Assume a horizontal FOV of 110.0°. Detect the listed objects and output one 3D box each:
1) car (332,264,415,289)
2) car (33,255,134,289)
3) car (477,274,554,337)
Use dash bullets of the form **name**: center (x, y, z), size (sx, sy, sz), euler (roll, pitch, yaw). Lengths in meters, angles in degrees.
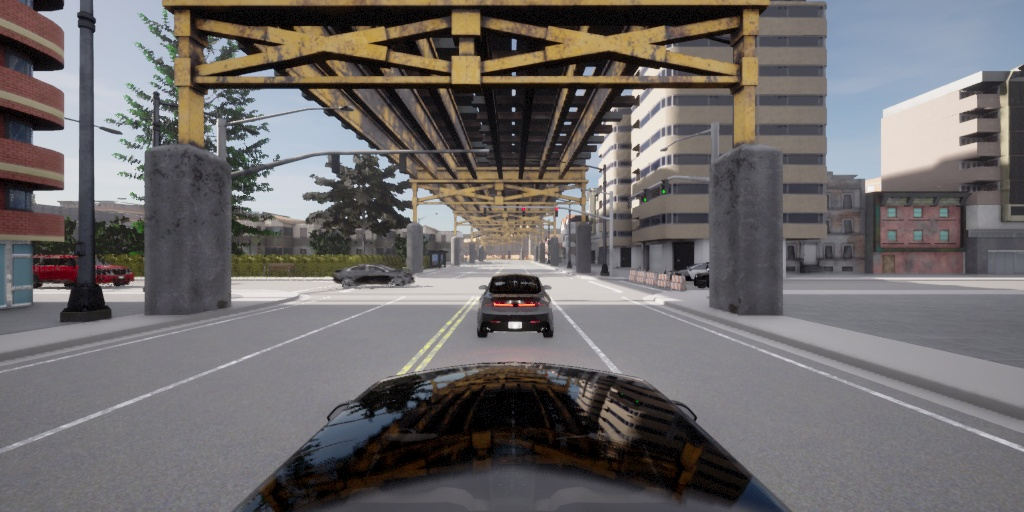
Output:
- **car**: center (-8.738, 1.243, 22.825), size (4.902, 1.511, 2.128), euler (0, 0, -8)
- **car**: center (-27.121, 0.971, 22.371), size (5.566, 2.045, 2.150), euler (0, 0, 0)
- **car**: center (0.089, 1.255, 10.211), size (1.837, 1.490, 4.892), euler (0, 0, 0)
